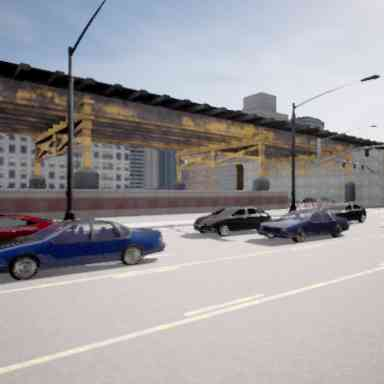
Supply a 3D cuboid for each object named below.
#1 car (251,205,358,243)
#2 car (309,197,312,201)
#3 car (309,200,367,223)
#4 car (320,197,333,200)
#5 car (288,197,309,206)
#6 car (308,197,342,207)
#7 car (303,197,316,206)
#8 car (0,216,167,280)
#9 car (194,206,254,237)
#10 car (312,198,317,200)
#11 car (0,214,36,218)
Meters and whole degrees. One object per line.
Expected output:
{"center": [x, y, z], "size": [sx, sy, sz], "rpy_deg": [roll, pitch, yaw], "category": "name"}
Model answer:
{"center": [5.723, 1.588, 16.594], "size": [5.357, 1.411, 2.033], "rpy_deg": [0, 0, -35], "category": "car"}
{"center": [14.336, 1.565, 48.694], "size": [4.974, 1.542, 2.038], "rpy_deg": [0, 0, 8], "category": "car"}
{"center": [11.088, 1.571, 24.675], "size": [4.892, 1.490, 1.837], "rpy_deg": [0, 0, -35], "category": "car"}
{"center": [21.941, 1.436, 55.132], "size": [4.536, 1.218, 1.853], "rpy_deg": [0, 0, -7], "category": "car"}
{"center": [14.285, 1.408, 48.701], "size": [4.536, 1.218, 1.853], "rpy_deg": [0, 0, 8], "category": "car"}
{"center": [21.992, 1.593, 55.138], "size": [4.974, 1.542, 2.038], "rpy_deg": [0, 0, -7], "category": "car"}
{"center": [18.098, 1.421, 51.429], "size": [1.853, 1.218, 4.536], "rpy_deg": [0, 0, 18], "category": "car"}
{"center": [-3.415, 1.557, 10.144], "size": [5.357, 1.411, 2.033], "rpy_deg": [0, 0, -35], "category": "car"}
{"center": [2.353, 1.542, 18.505], "size": [4.892, 1.490, 1.837], "rpy_deg": [1, 0, -35], "category": "car"}
{"center": [18.082, 1.578, 51.379], "size": [2.038, 1.542, 4.974], "rpy_deg": [0, 0, 18], "category": "car"}
{"center": [-6.905, 1.530, 11.952], "size": [4.674, 1.442, 1.812], "rpy_deg": [0, 0, -35], "category": "car"}
